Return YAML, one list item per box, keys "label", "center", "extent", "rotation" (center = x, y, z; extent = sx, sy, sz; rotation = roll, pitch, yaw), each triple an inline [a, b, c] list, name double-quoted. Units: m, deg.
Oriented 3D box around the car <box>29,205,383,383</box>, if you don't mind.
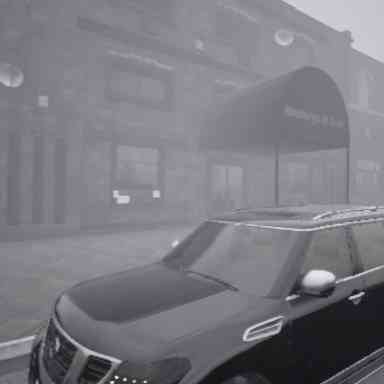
- label: "car"
  center: [1.090, 1.222, 4.157]
  extent: [5.566, 2.045, 2.150]
  rotation: [0, 0, -36]
